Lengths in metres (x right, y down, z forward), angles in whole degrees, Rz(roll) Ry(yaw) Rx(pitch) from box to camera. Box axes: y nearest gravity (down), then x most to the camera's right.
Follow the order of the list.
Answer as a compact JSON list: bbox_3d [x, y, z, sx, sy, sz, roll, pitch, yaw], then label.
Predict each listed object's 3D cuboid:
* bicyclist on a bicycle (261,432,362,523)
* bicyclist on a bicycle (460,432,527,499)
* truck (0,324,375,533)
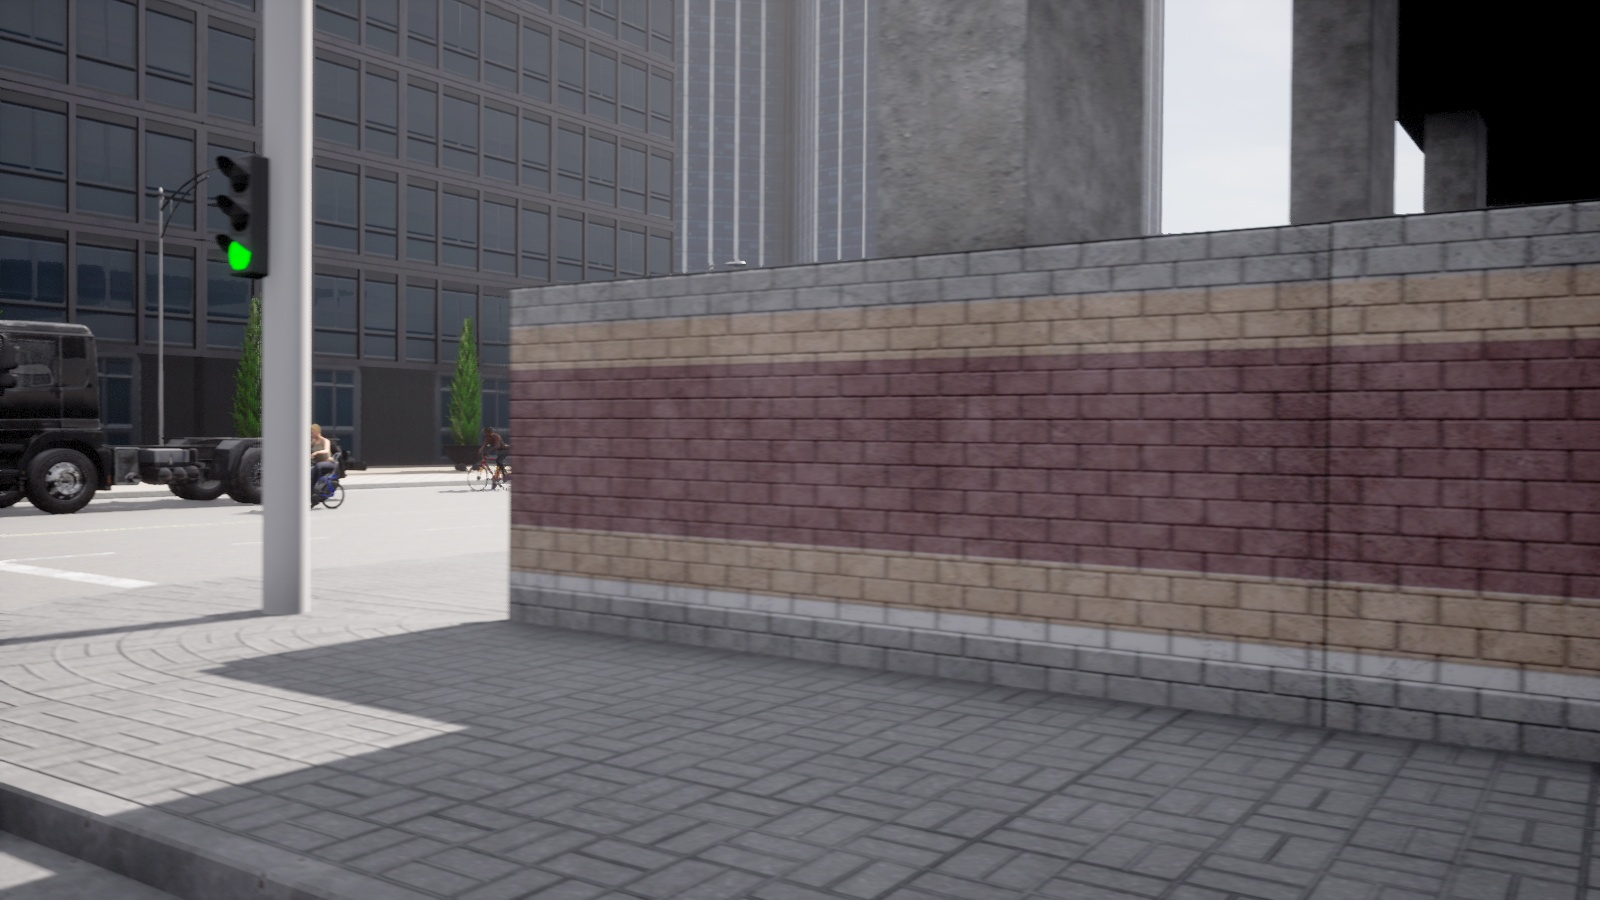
[{"bbox_3d":[-9.080,0.486,23.385,0.866,1.612,1.509,0,1,34],"label":"bicyclist on a bicycle"},{"bbox_3d":[-7.721,0.377,31.718,0.582,1.620,1.656,0,1,34],"label":"bicyclist on a bicycle"},{"bbox_3d":[-12.568,-0.415,24.476,2.891,3.462,7.936,0,1,34],"label":"truck"}]
